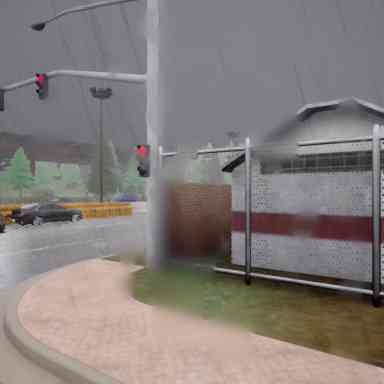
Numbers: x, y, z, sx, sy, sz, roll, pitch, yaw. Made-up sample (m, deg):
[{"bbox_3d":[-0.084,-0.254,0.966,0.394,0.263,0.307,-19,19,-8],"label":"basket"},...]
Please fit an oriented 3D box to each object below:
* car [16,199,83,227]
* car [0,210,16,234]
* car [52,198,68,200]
[{"bbox_3d":[-9.874,1.506,22.996,1.837,1.490,4.892,0,0,34],"label":"car"},{"bbox_3d":[-11.044,1.492,14.951,2.128,1.511,4.902,0,0,34],"label":"car"},{"bbox_3d":[-15.848,1.504,39.603,1.837,1.490,4.892,0,0,34],"label":"car"}]
